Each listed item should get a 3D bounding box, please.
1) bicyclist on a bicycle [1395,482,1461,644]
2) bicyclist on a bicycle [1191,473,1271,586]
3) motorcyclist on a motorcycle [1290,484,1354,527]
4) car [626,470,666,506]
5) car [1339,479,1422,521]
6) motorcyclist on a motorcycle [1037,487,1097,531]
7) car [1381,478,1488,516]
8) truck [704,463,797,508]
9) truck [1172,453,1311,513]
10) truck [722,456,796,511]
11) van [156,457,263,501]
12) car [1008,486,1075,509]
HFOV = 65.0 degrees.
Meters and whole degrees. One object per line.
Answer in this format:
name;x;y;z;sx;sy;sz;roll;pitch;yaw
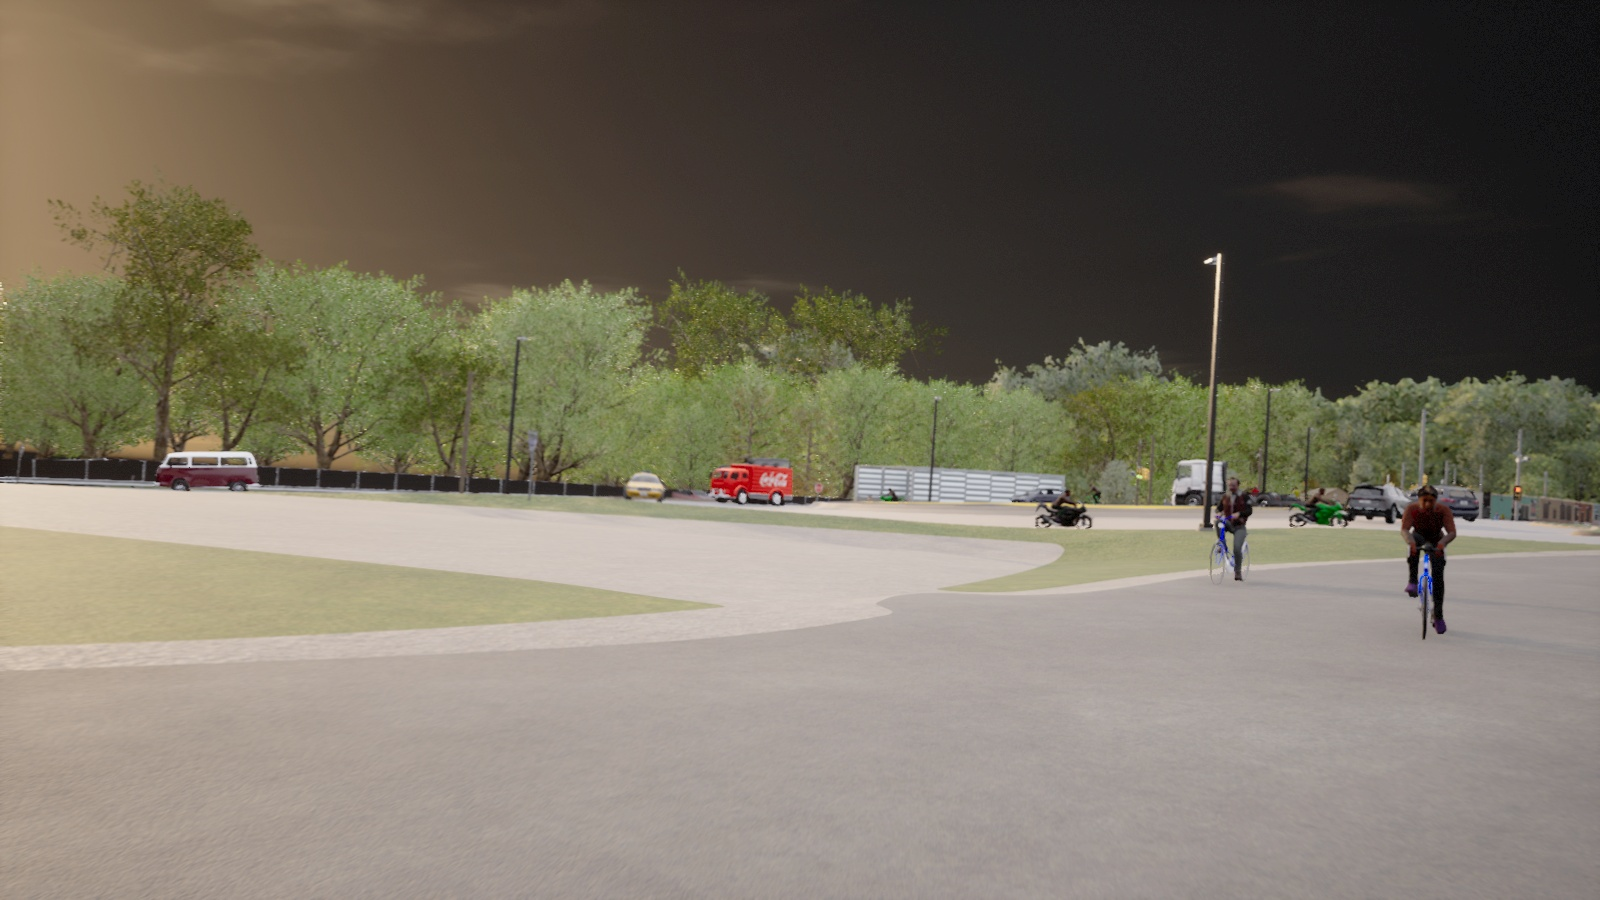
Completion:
bicyclist on a bicycle;6.791;1.161;13.566;0.582;1.620;1.656;1;-1;27
bicyclist on a bicycle;7.106;1.282;20.654;0.659;1.776;1.843;-1;-2;38
motorcyclist on a motorcycle;18.793;1.988;45.197;2.044;1.523;0.797;-1;-2;29
car;-7.594;1.892;62.215;1.801;1.575;5.366;4;-2;-6
car;25.044;2.096;54.088;2.033;1.649;4.856;2;0;40
motorcyclist on a motorcycle;9.404;2.074;44.223;2.044;1.523;0.797;0;-3;13
car;31.489;2.320;62.499;2.242;1.667;4.611;3;-1;-13
truck;-3.028;2.204;77.546;5.204;2.467;2.627;4;-2;-43
truck;27.545;2.118;78.732;2.891;3.462;7.936;5;-4;-36
truck;-3.041;2.496;90.054;2.891;3.462;7.936;2;-6;-21
van;-27.806;1.349;59.265;4.480;2.038;2.069;0;-1;-23
car;16.190;3.185;84.147;4.193;1.474;1.816;1;-4;-31
